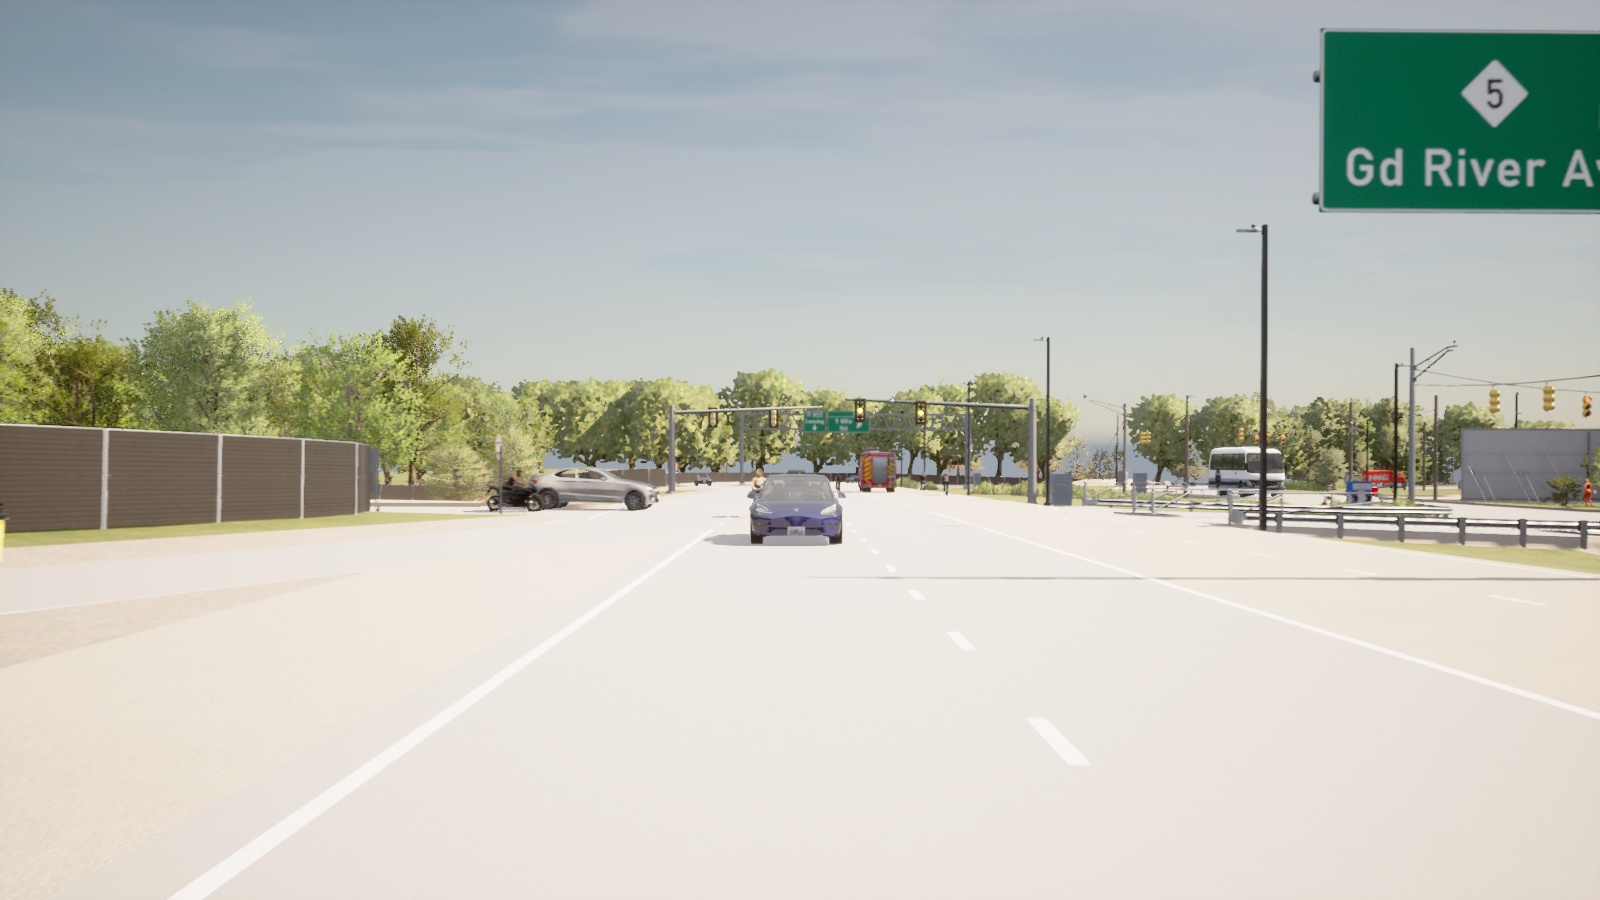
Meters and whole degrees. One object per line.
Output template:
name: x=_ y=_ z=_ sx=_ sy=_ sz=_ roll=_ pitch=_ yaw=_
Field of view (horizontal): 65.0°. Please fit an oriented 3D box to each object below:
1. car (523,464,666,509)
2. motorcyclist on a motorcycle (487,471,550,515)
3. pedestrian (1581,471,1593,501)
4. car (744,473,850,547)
car: x=-7.771 y=1.369 z=47.846 sx=5.027 sy=1.651 sz=2.152 roll=0 pitch=-1 yaw=2
motorcyclist on a motorcycle: x=-9.963 y=1.528 z=44.423 sx=2.044 sy=1.523 sz=0.797 roll=0 pitch=0 yaw=0
pedestrian: x=49.624 y=2.275 z=79.181 sx=0.345 sy=1.836 sz=0.594 roll=0 pitch=0 yaw=-1
car: x=-0.062 y=1.275 z=28.001 sx=2.163 sy=1.488 sz=4.792 roll=0 pitch=-1 yaw=0
